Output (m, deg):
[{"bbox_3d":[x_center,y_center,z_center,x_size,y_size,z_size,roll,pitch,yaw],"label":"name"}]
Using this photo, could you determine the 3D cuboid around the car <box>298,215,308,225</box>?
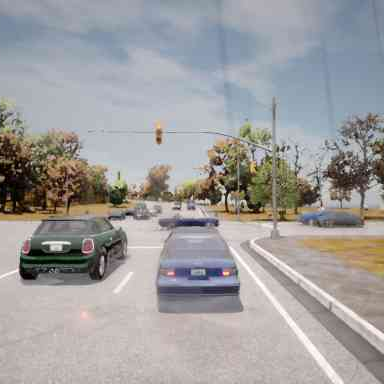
[{"bbox_3d":[13.188,2.529,33.152,5.008,1.535,1.882,0,-3,-1],"label":"car"}]

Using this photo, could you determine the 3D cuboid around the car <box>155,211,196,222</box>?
[{"bbox_3d":[-0.175,2.317,25.870,4.718,1.301,1.895,0,-3,2],"label":"car"}]

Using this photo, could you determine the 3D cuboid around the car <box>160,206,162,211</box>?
[{"bbox_3d":[-7.136,3.496,68.010,1.837,1.490,4.892,0,0,0],"label":"car"}]

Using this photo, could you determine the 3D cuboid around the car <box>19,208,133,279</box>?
[{"bbox_3d":[-3.435,1.487,10.542,2.097,1.767,4.553,0,-1,0],"label":"car"}]

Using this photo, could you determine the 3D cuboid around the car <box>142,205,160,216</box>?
[{"bbox_3d":[-7.185,3.439,57.720,1.812,1.442,4.674,0,-1,0],"label":"car"}]

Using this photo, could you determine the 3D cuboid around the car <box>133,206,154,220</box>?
[{"bbox_3d":[-7.177,3.164,47.828,2.128,1.511,4.902,0,-2,1],"label":"car"}]

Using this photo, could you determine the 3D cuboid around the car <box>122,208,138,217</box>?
[{"bbox_3d":[-10.687,3.511,57.511,1.895,1.301,4.718,0,-1,0],"label":"car"}]

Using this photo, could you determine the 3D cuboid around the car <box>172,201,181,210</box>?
[{"bbox_3d":[-3.641,3.547,77.861,1.895,1.301,4.718,0,0,0],"label":"car"}]

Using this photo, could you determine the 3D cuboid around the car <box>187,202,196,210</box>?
[{"bbox_3d":[-0.141,3.476,77.803,1.812,1.442,4.674,0,0,0],"label":"car"}]

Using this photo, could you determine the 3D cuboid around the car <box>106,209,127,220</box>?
[{"bbox_3d":[-10.718,3.214,47.635,2.033,1.411,5.357,0,-2,-3],"label":"car"}]

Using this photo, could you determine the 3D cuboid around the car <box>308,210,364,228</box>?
[{"bbox_3d":[13.021,2.454,29.658,4.181,1.385,1.994,0,-3,-2],"label":"car"}]

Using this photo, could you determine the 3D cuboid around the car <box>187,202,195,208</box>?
[{"bbox_3d":[-0.254,3.315,87.985,1.994,1.385,4.181,0,0,-4],"label":"car"}]

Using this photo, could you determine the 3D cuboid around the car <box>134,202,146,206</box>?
[{"bbox_3d":[-10.625,3.212,68.269,2.150,2.045,5.566,0,0,0],"label":"car"}]

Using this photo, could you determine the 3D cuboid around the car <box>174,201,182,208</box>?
[{"bbox_3d":[-3.753,3.258,87.894,1.837,1.490,4.892,0,0,-4],"label":"car"}]

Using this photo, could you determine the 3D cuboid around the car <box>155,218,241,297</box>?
[{"bbox_3d":[0.076,1.647,8.925,2.033,1.411,5.357,0,-1,-1],"label":"car"}]
